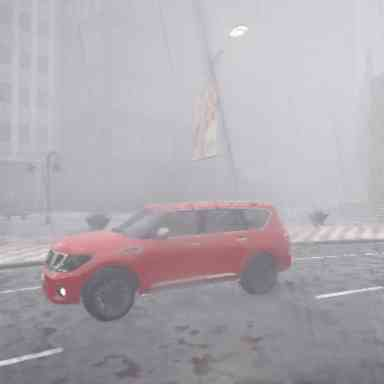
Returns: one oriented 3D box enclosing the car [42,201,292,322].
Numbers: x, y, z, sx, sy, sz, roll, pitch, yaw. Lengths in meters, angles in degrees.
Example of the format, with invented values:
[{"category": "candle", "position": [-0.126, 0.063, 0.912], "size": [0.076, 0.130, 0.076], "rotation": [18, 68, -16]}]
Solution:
[{"category": "car", "position": [-0.315, 1.233, 7.479], "size": [5.566, 2.045, 2.150], "rotation": [0, 0, -28]}]
